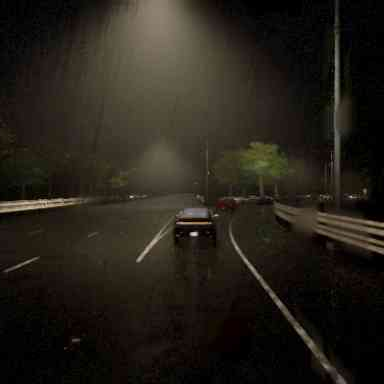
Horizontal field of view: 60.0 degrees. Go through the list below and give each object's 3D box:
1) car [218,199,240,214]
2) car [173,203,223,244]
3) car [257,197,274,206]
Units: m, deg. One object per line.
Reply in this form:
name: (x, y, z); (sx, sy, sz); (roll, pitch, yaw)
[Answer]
car: (3.916, 1.459, 35.754); (1.882, 1.535, 5.008); (0, 0, 17)
car: (0.244, 1.476, 15.741); (2.128, 1.511, 4.902); (0, 0, 4)
car: (12.070, 1.500, 54.113); (1.994, 1.385, 4.181); (0, 0, 31)
